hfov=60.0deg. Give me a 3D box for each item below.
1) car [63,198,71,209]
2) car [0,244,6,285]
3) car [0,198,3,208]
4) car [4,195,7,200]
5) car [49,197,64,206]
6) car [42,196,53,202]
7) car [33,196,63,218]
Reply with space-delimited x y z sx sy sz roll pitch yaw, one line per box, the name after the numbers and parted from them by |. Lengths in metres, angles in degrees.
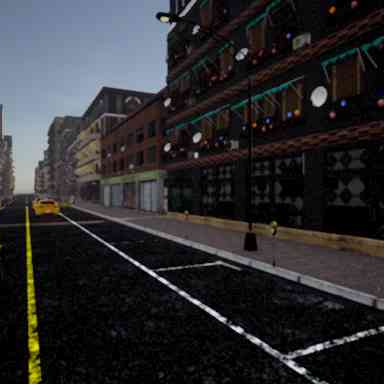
-17.072 1.499 43.883 1.752 1.417 4.829 0 0 -26 | car
-4.782 1.598 6.451 1.895 1.301 4.718 0 0 -27 | car
-24.498 1.294 39.998 2.192 1.841 5.009 0 0 -26 | car
-29.526 1.516 50.087 1.887 1.381 4.507 0 0 -26 | car
-22.023 1.511 53.820 1.887 1.381 4.507 0 0 -26 | car
-32.077 1.502 73.999 2.008 1.369 4.403 0 0 -26 | car
-13.400 1.461 30.687 1.882 1.535 5.008 0 0 -26 | car
